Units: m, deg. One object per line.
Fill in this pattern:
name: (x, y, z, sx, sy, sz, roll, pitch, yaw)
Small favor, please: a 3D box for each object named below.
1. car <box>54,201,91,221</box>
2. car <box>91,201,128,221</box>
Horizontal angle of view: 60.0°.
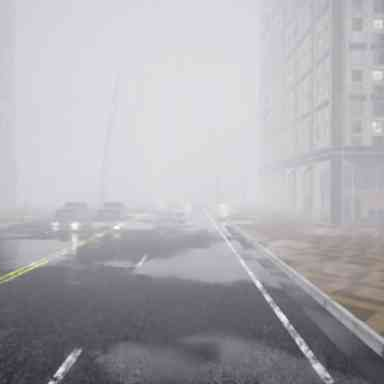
car: (-9.852, 1.541, 27.887, 1.837, 1.490, 4.892, 0, 0, 0)
car: (-6.602, 1.541, 27.904, 1.837, 1.490, 4.892, 0, 0, 0)
